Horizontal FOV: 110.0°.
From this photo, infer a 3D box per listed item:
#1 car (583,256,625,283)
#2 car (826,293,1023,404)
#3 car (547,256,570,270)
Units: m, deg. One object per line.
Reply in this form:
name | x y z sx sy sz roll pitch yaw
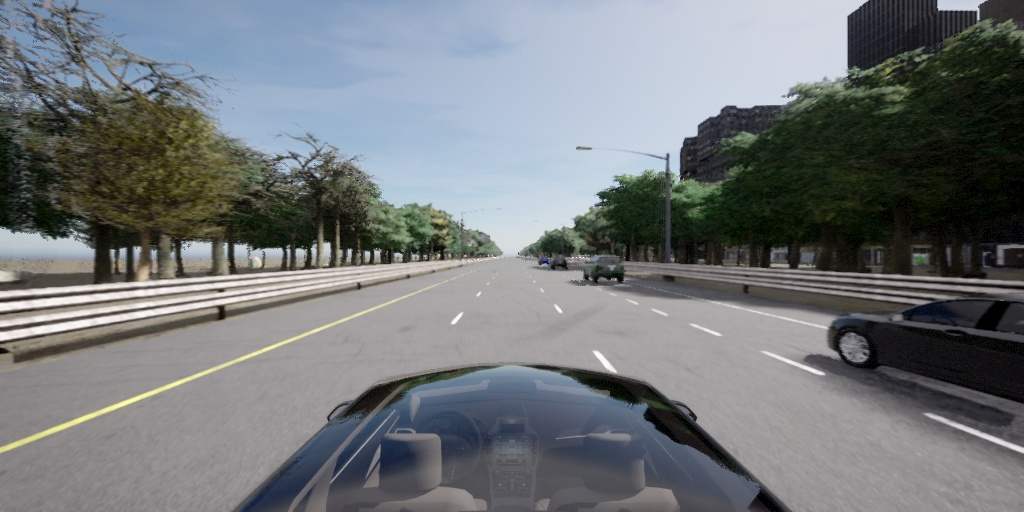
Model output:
car | 7.021 0.983 27.871 2.150 2.045 5.566 0 0 0
car | 6.998 1.264 4.919 1.837 1.490 4.892 0 0 0
car | 7.065 0.987 54.890 2.150 2.045 5.566 0 0 0
